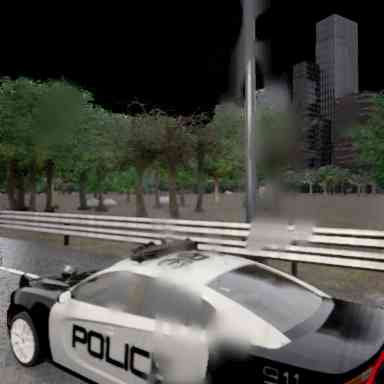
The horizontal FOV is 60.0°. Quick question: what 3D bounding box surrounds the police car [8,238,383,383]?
[{"bbox_3d":[-0.443,1.444,4.185,5.238,1.638,1.930,-1,0,36],"label":"police car"}]
